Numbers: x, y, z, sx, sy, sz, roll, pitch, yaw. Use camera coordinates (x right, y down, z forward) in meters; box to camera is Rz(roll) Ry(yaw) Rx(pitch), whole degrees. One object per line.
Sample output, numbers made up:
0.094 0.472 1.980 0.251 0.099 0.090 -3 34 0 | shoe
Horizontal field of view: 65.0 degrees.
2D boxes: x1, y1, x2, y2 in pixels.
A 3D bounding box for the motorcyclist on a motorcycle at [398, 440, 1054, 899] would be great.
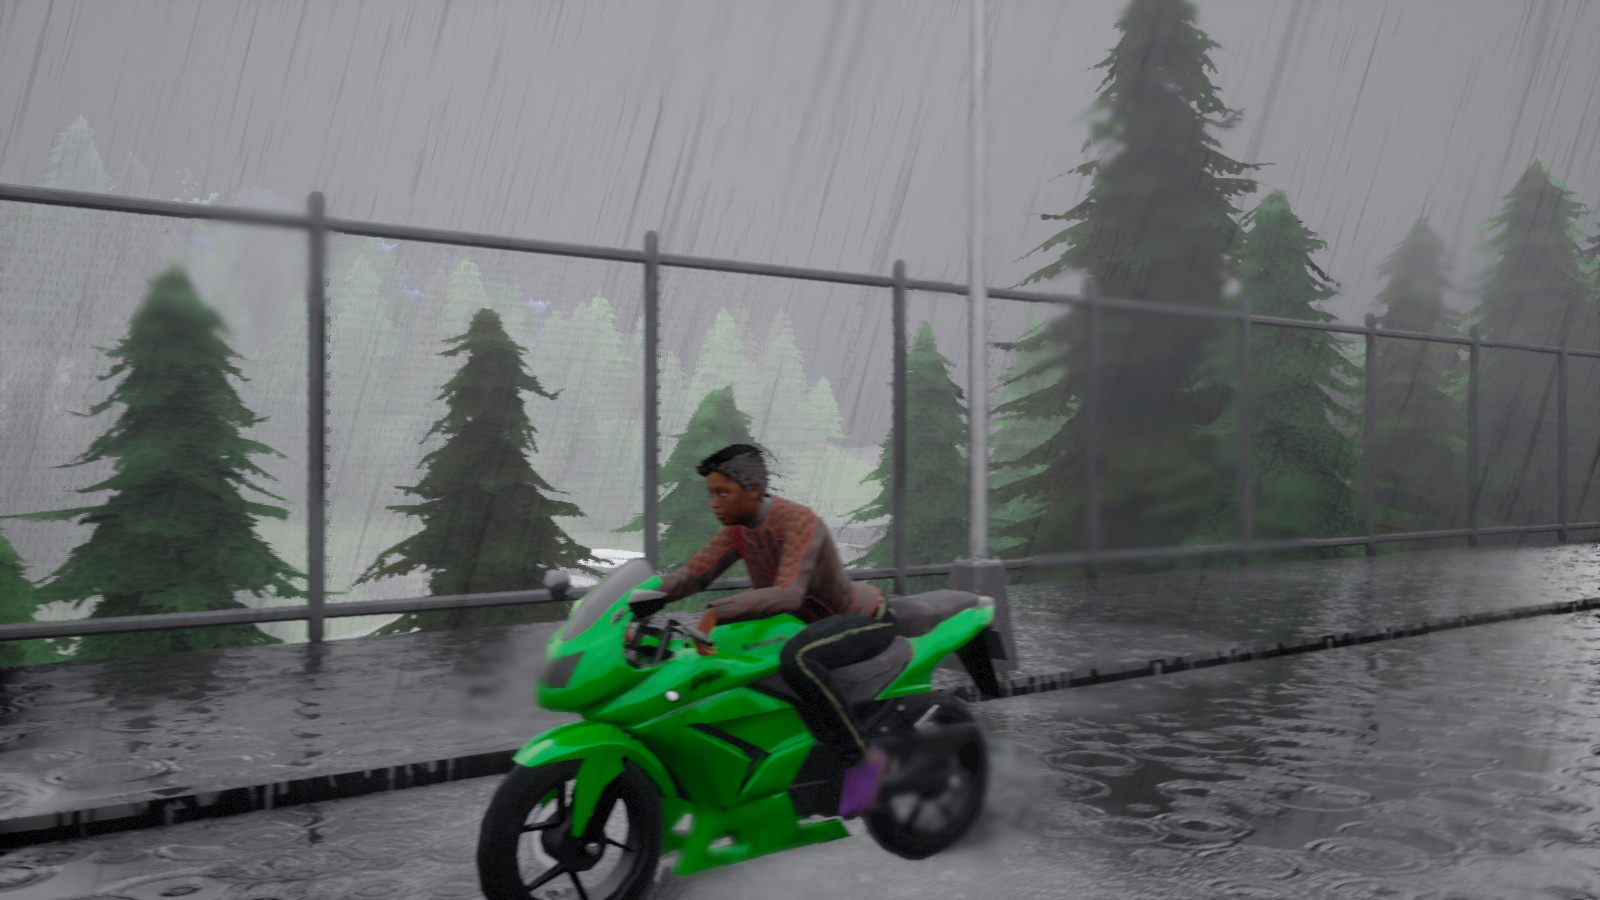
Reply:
-0.179 0.738 4.144 2.044 1.523 0.797 0 0 -35 | motorcyclist on a motorcycle
